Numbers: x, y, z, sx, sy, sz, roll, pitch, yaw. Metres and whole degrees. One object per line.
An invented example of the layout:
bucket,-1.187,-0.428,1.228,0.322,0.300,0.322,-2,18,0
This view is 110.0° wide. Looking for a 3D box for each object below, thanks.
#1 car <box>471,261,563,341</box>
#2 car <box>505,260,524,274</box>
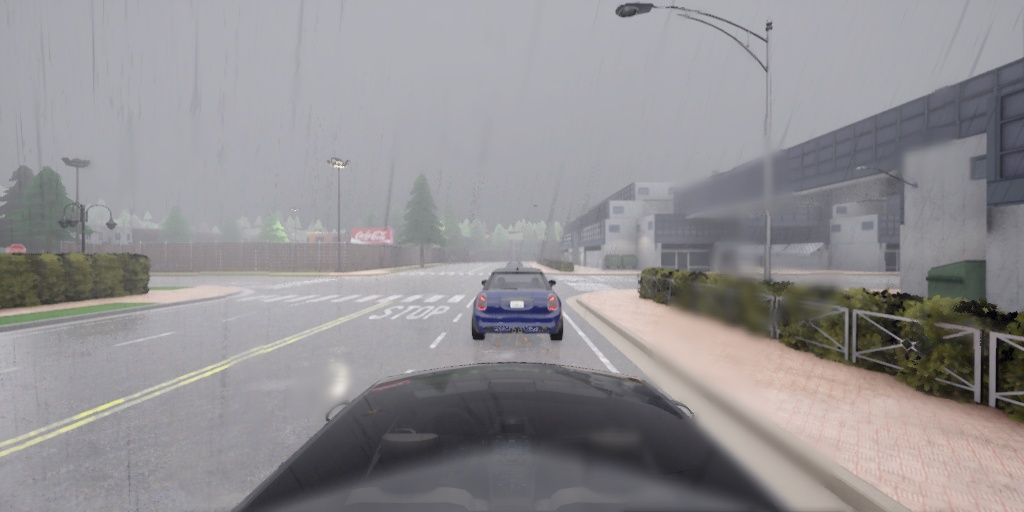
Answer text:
car,0.179,1.080,9.991,2.097,1.767,4.553,0,0,2
car,0.310,1.210,40.795,1.994,1.385,4.181,0,0,1
